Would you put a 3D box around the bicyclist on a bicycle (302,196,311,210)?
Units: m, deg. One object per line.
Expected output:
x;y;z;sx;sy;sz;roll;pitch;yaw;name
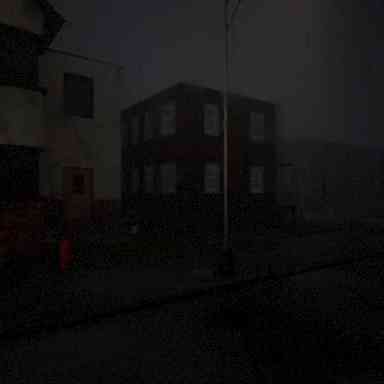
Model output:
13.172;1.275;38.224;1.656;1.620;0.582;-1;0;-35;bicyclist on a bicycle
